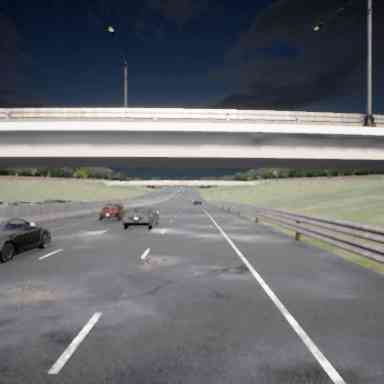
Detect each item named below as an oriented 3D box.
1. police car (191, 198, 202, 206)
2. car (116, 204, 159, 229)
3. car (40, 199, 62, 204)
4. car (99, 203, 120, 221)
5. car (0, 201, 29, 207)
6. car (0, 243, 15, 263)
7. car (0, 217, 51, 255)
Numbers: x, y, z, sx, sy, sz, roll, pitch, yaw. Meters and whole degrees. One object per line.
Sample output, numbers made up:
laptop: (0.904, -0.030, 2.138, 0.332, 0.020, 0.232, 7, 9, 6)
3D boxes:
police car: (1.393, 2.505, 82.509, 1.930, 1.638, 5.238, 0, -1, 0)
car: (-3.357, 1.663, 22.454, 2.033, 1.411, 5.357, 0, -1, 0)
car: (-17.497, 1.685, 41.147, 2.097, 1.767, 4.553, 0, -1, 0)
car: (-6.842, 1.707, 29.335, 1.812, 1.442, 4.674, 0, -1, 0)
car: (-21.005, 1.915, 39.931, 1.895, 1.301, 4.718, 0, -1, 0)
car: (-3.386, 1.484, 2.015, 1.882, 1.535, 5.008, 0, 0, 0)
car: (-6.875, 1.608, 12.170, 1.994, 1.385, 4.181, 0, 0, 0)
